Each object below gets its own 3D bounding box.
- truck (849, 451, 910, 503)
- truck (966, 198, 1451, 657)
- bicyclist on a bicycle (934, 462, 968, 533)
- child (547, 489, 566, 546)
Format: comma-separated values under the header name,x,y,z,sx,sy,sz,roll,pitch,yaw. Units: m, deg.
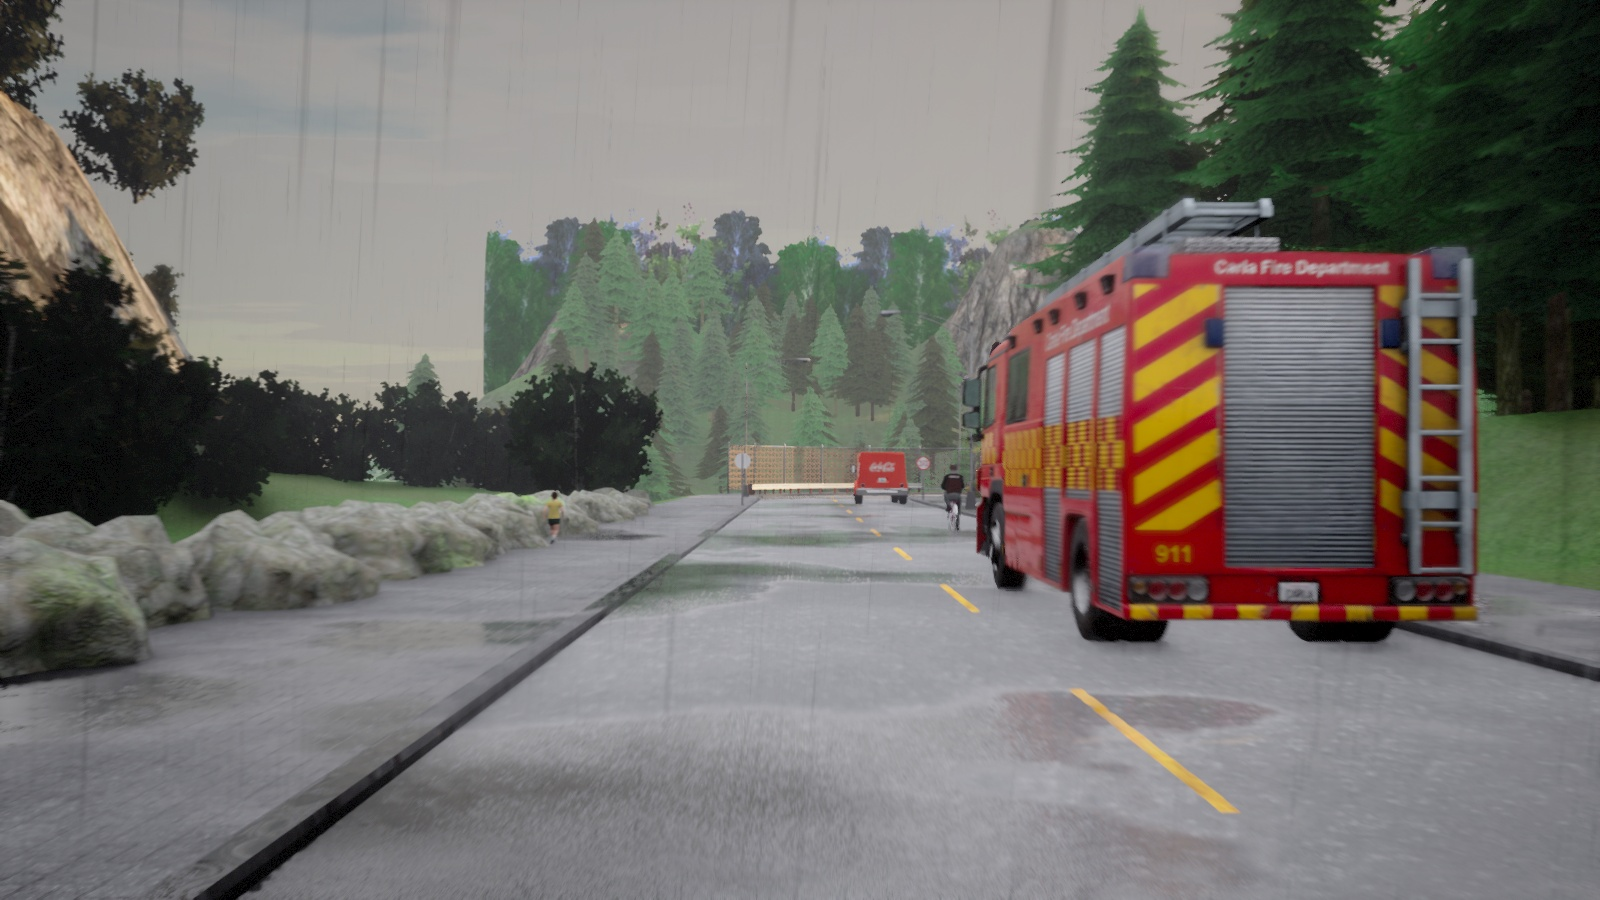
name,x,y,z,sx,sy,sz,roll,pitch,yaw
truck,3.856,1.334,61.624,2.627,2.467,5.204,0,-1,0
truck,3.962,-0.121,14.718,2.891,3.827,8.468,0,-1,0
bicyclist on a bicycle,3.923,1.214,32.694,0.659,1.776,1.843,0,-1,0
child,-4.856,1.341,25.041,0.255,1.110,0.394,0,-1,7
